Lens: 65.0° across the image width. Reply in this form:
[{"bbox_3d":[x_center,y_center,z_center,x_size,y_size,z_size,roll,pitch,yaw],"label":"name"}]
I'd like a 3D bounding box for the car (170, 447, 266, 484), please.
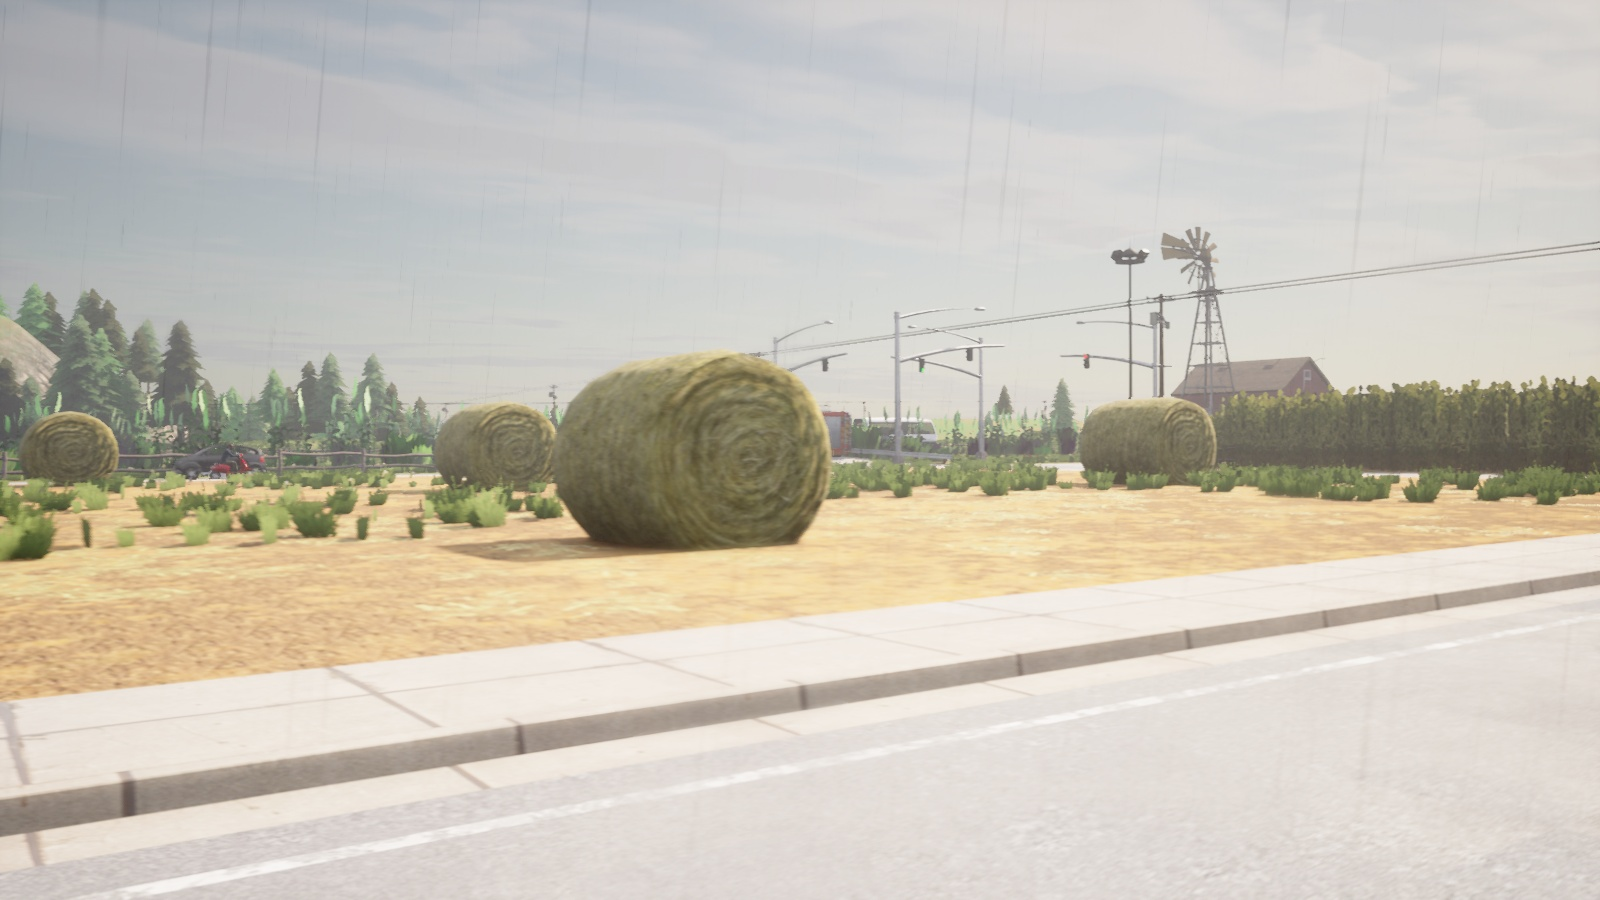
[{"bbox_3d":[-25.976,0.658,56.066,3.705,1.549,1.789,-1,0,-31],"label":"car"}]

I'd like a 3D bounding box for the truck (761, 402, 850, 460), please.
[{"bbox_3d":[0.306,-1.445,90.977,2.891,3.827,8.468,-1,4,-27],"label":"truck"}]

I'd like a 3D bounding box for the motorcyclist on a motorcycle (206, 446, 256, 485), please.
[{"bbox_3d":[-24.060,0.630,53.135,1.817,1.590,0.866,-1,0,-31],"label":"motorcyclist on a motorcycle"}]
